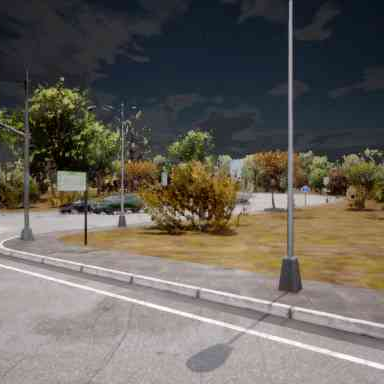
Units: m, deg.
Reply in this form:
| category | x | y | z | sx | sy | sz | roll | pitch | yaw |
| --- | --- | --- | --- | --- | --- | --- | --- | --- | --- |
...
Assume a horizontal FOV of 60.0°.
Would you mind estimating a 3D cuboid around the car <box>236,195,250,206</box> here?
| category | x | y | z | sx | sy | sz | roll | pitch | yaw |
| --- | --- | --- | --- | --- | --- | --- | --- | --- | --- |
| car | 7.253 | 1.309 | 52.055 | 1.837 | 1.490 | 4.892 | 0 | 1 | 39 |

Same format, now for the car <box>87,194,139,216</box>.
| category | x | y | z | sx | sy | sz | roll | pitch | yaw |
| --- | --- | --- | --- | --- | --- | --- | --- | --- | --- |
| car | -7.534 | 1.220 | 33.656 | 2.150 | 2.045 | 5.566 | 0 | 0 | 39 |

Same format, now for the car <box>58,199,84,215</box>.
| category | x | y | z | sx | sy | sz | roll | pitch | yaw |
| --- | --- | --- | --- | --- | --- | --- | --- | --- | --- |
| car | -11.317 | 1.478 | 34.532 | 1.882 | 1.535 | 5.008 | 0 | 0 | 39 |
